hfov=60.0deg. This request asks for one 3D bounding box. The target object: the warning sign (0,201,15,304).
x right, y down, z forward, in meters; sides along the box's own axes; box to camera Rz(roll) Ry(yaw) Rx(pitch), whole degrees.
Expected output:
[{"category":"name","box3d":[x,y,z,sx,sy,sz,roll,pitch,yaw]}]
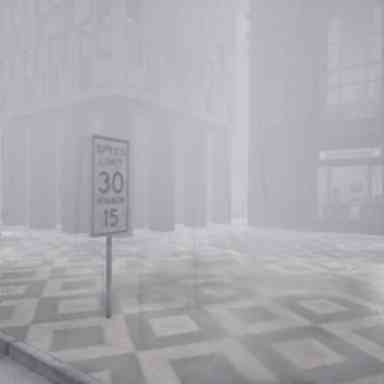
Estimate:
[{"category":"warning sign","box3d":[-4.172,1.104,6.058,1.060,1.860,1.300,1,0,35]}]
